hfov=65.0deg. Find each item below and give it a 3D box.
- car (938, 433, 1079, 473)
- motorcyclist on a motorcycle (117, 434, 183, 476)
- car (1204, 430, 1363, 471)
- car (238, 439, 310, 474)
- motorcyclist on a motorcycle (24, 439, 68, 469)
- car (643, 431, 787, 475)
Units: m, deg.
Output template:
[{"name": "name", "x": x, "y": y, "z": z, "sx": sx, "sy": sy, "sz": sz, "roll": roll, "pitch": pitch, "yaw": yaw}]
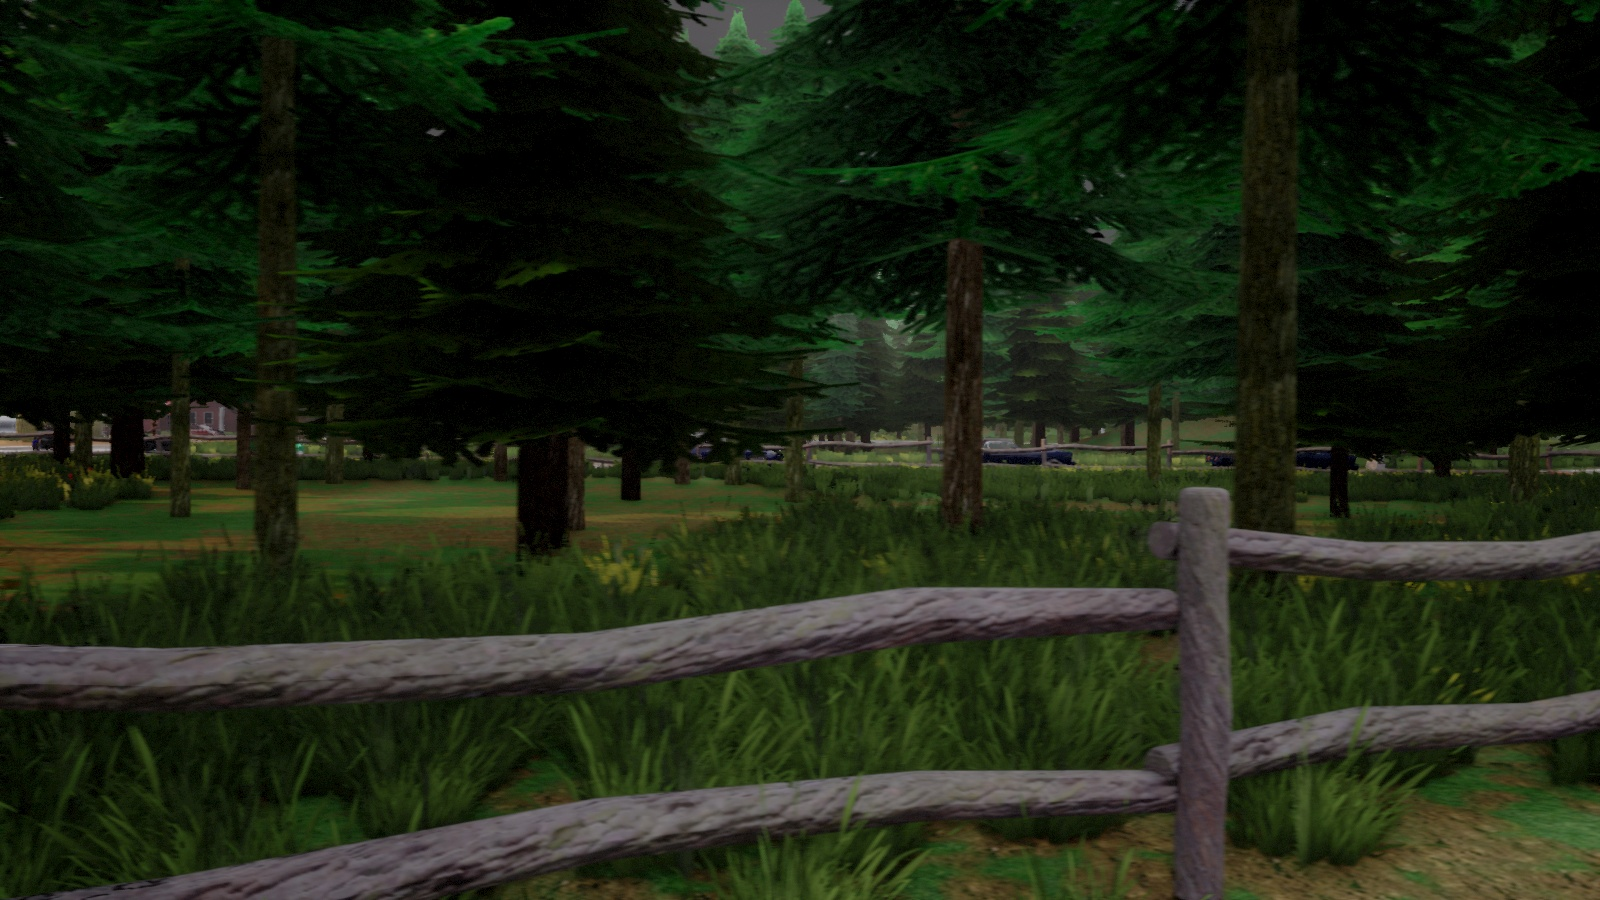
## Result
[{"name": "car", "x": 7.216, "y": 0.097, "z": 43.851, "sx": 4.718, "sy": 1.301, "sz": 1.895, "roll": -1, "pitch": 1, "yaw": 6}, {"name": "motorcyclist on a motorcycle", "x": -26.455, "y": 0.192, "z": 51.123, "sx": 2.350, "sy": 1.649, "sz": 0.766, "roll": -1, "pitch": 1, "yaw": 8}, {"name": "car", "x": 16.433, "y": 0.011, "z": 42.892, "sx": 4.718, "sy": 1.301, "sz": 1.895, "roll": -1, "pitch": 1, "yaw": 5}, {"name": "car", "x": -21.091, "y": 0.249, "z": 50.421, "sx": 2.207, "sy": 1.376, "sz": 1.481, "roll": 0, "pitch": 1, "yaw": 7}, {"name": "motorcyclist on a motorcycle", "x": -40.235, "y": 0.209, "z": 67.066, "sx": 0.866, "sy": 1.530, "sz": 2.191, "roll": -1, "pitch": 1, "yaw": 5}, {"name": "car", "x": -2.994, "y": 0.091, "z": 44.924, "sx": 4.792, "sy": 1.488, "sz": 2.163, "roll": -1, "pitch": 1, "yaw": 6}]
